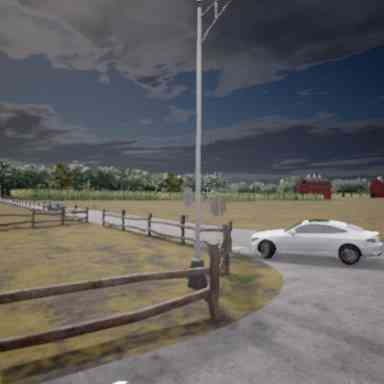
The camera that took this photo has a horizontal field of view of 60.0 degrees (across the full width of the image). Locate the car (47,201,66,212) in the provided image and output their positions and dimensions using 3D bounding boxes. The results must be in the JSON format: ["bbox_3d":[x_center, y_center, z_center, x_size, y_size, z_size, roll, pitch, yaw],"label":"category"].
[{"bbox_3d":[-19.900,2.074,48.934,2.033,1.411,5.357,0,0,-35],"label":"car"}]

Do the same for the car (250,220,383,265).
[{"bbox_3d":[4.592,1.789,12.713,4.674,1.442,1.812,-1,-1,25],"label":"car"}]
